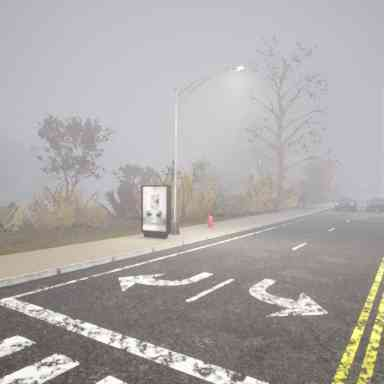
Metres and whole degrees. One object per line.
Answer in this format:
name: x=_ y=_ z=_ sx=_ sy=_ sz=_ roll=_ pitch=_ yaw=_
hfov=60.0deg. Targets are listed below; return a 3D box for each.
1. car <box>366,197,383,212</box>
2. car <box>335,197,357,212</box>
car: x=21.330 y=1.392 z=38.257 sx=2.097 sy=1.767 sz=4.553 roll=0 pitch=0 yaw=30
car: x=18.519 y=1.389 z=39.887 sx=2.097 sy=1.767 sz=4.553 roll=0 pitch=0 yaw=30
